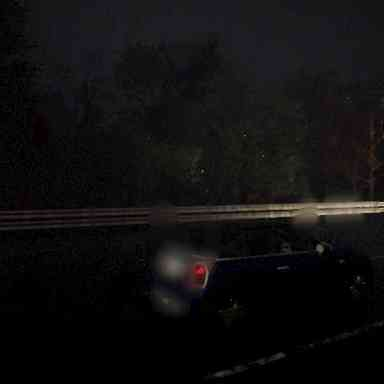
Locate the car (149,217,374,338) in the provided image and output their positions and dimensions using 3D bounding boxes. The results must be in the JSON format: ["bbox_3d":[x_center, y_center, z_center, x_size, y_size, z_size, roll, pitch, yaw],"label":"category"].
[{"bbox_3d":[1.537,1.339,6.729,4.553,1.767,2.097,0,0,-29],"label":"car"}]
